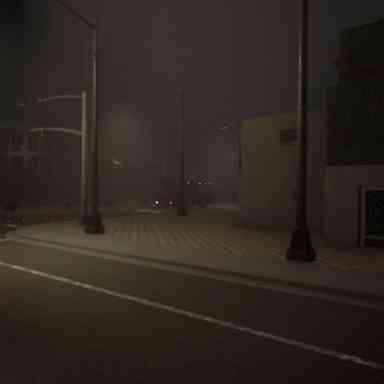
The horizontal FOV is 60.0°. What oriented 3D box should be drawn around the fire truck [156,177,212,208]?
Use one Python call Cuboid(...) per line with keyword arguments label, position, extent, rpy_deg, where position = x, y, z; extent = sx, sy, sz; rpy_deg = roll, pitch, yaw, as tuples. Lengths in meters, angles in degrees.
Cuboid(label="fire truck", position=(-0.833, 0.111, 42.272), extent=(2.891, 3.827, 8.468), rpy_deg=(1, 0, 36))
